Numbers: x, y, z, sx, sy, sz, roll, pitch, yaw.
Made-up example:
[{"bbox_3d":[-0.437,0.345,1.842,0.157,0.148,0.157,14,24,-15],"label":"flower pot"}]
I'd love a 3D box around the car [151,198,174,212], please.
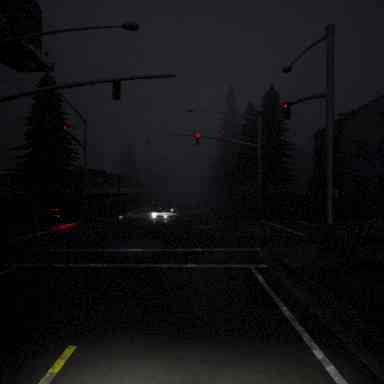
[{"bbox_3d":[-3.477,1.564,38.045,1.994,1.385,4.181,0,0,0],"label":"car"}]

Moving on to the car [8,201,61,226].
[{"bbox_3d":[-11.070,1.317,21.461,4.902,1.511,2.128,1,0,-1],"label":"car"}]
